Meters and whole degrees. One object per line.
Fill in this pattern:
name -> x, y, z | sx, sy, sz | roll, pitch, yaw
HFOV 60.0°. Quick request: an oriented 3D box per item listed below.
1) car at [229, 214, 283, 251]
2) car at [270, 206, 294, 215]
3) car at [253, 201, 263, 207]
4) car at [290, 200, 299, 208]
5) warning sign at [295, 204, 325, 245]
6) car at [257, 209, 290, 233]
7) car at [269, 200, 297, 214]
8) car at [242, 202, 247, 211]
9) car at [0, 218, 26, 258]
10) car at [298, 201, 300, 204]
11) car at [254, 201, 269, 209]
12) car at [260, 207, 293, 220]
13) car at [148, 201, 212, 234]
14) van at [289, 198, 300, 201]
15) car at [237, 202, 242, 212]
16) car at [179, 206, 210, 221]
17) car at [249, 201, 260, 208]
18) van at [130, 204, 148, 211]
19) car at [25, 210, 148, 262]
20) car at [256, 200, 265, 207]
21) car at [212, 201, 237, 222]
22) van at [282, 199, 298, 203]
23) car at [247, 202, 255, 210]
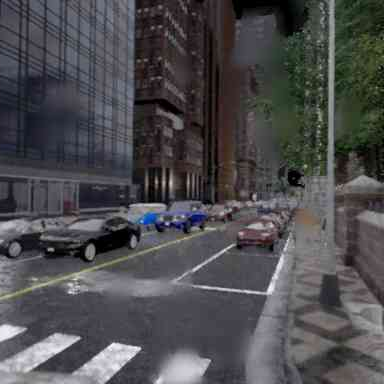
car -> 3.179, 1.946, 15.927 | 1.802, 1.307, 4.206 | 0, -1, 18
car -> 8.436, 2.283, 31.645 | 1.802, 1.307, 4.206 | 0, -1, 18
car -> 16.067, 2.947, 81.327 | 1.752, 1.417, 4.829 | 1, -1, 19
car -> 25.965, 2.896, 84.034 | 2.192, 1.841, 5.009 | 1, -1, 19
warning sign -> 5.695, 1.522, 16.146 | 1.300, 1.860, 1.060 | 1, -1, 19
car -> 4.932, 2.032, 21.166 | 2.008, 1.369, 4.403 | 0, -1, 18
car -> 10.192, 2.119, 36.888 | 2.192, 1.841, 5.009 | 0, -1, 18
car -> 7.361, 2.445, 55.297 | 1.967, 1.590, 4.097 | 1, -1, 18
car -> -6.662, 1.715, 13.385 | 2.008, 1.369, 4.403 | 0, -1, 18
car -> 19.006, 2.781, 63.239 | 1.752, 1.417, 4.829 | 1, -1, 18
car -> 9.859, 2.378, 44.284 | 1.882, 1.535, 5.008 | 1, -1, 18
car -> 6.682, 2.159, 26.406 | 1.947, 1.339, 4.313 | 0, -1, 18
car -> -0.627, 1.648, 22.994 | 2.150, 2.045, 5.566 | 1, -1, 19
van -> 22.459, 2.762, 73.557 | 1.690, 1.788, 3.998 | 1, -1, 19
car -> 5.610, 2.232, 50.062 | 2.192, 1.841, 5.009 | 1, -1, 18
car -> 0.349, 2.168, 34.341 | 1.887, 1.381, 4.507 | 0, -1, 18
car -> 14.368, 2.894, 76.250 | 2.008, 1.369, 4.403 | 1, -1, 18
van -> -3.154, 1.744, 23.866 | 1.690, 1.788, 3.998 | 0, -1, 18
car -> -3.861, 1.685, 13.338 | 1.882, 1.535, 5.008 | 1, -1, 19
car -> 17.875, 2.943, 86.728 | 1.967, 1.590, 4.097 | 1, -1, 19
car -> 2.652, 1.985, 32.776 | 2.097, 1.767, 4.553 | 1, -1, 19
van -> 15.450, 2.424, 52.602 | 1.690, 1.788, 3.998 | 1, -1, 19
car -> 10.865, 2.615, 65.774 | 1.967, 1.590, 4.097 | 1, -1, 19
